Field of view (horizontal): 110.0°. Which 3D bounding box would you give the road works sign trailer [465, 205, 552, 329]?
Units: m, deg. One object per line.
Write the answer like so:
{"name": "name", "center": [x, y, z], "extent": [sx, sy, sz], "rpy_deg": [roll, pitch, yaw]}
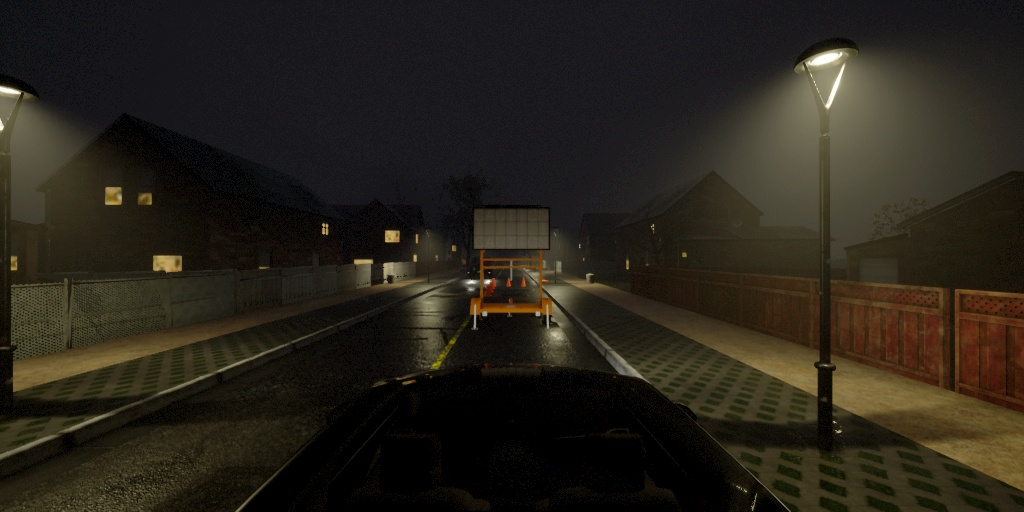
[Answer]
{"name": "road works sign trailer", "center": [-0.021, 0.222, 11.198], "extent": [2.380, 3.560, 2.880], "rpy_deg": [0, 0, 0]}

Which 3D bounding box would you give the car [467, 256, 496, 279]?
{"name": "car", "center": [-2.926, 1.061, 34.196], "extent": [2.150, 2.045, 5.566], "rpy_deg": [0, 0, 0]}
